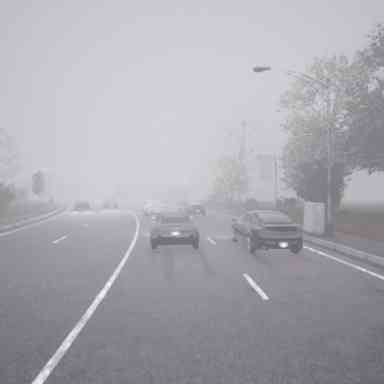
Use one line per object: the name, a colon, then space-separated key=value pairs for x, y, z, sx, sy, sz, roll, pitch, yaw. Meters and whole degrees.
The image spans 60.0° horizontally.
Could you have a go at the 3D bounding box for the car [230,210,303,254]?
car: x=2.817 y=1.487 z=13.386 sx=1.837 sy=1.490 sz=4.892 roll=0 pitch=0 yaw=-5

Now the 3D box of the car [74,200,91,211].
car: x=-13.396 y=1.576 z=40.664 sx=1.895 sy=1.301 sz=4.718 roll=0 pitch=0 yaw=-17

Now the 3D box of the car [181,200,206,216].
car: x=0.018 y=1.498 z=31.383 sx=1.812 sy=1.442 sz=4.674 roll=0 pitch=0 yaw=-12

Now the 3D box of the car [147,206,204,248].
car: x=-0.838 y=1.551 z=14.701 sx=1.994 sy=1.385 sz=4.181 roll=0 pitch=0 yaw=-6

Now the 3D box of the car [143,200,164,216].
car: x=-3.663 y=1.502 z=31.923 sx=1.812 sy=1.442 sz=4.674 roll=0 pitch=0 yaw=-12

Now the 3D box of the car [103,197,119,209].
car: x=-10.749 y=1.463 z=43.867 sx=2.128 sy=1.511 sz=4.902 roll=0 pitch=0 yaw=-18
